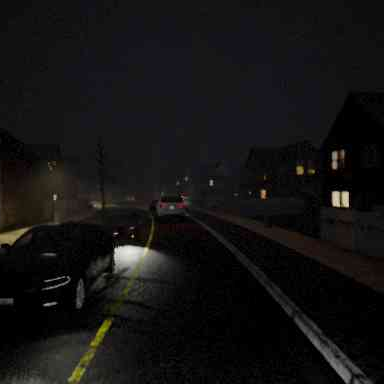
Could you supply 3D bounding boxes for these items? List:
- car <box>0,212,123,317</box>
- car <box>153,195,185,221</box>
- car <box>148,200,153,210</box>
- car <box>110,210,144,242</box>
[{"bbox_3d":[-3.085,1.480,7.835,1.882,1.535,5.008,0,0,-2],"label":"car"},{"bbox_3d":[-1.852,1.229,27.616,2.150,2.045,5.566,0,0,-7],"label":"car"},{"bbox_3d":[-4.532,1.610,42.851,1.994,1.385,4.181,0,0,-12],"label":"car"},{"bbox_3d":[-3.385,1.570,16.080,1.994,1.385,4.181,0,0,-5],"label":"car"}]
